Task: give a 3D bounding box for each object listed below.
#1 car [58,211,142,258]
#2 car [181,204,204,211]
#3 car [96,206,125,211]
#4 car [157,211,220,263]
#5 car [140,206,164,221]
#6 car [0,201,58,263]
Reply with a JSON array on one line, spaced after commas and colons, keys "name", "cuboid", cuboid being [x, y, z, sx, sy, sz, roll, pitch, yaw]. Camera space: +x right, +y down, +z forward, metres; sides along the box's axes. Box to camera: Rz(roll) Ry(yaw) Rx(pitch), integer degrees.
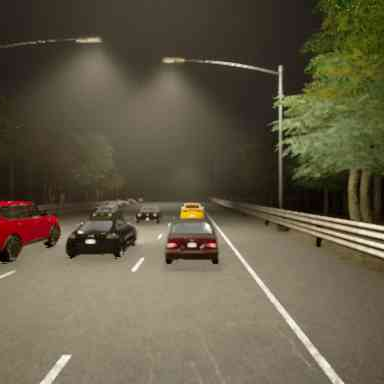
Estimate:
[{"name": "car", "cuboid": [-3.472, 1.693, 13.447, 1.994, 1.385, 4.181, 0, 0, 1]}, {"name": "car", "cuboid": [0.041, 1.746, 29.257, 1.882, 1.535, 5.008, 0, 0, 1]}, {"name": "car", "cuboid": [-6.972, 1.862, 28.249, 1.895, 1.301, 4.718, 0, 0, 1]}, {"name": "car", "cuboid": [0.014, 1.668, 12.512, 2.033, 1.411, 5.357, 0, -1, 0]}, {"name": "car", "cuboid": [-3.472, 1.862, 28.247, 1.895, 1.301, 4.718, 0, 0, 1]}, {"name": "car", "cuboid": [-6.985, 1.346, 12.579, 2.150, 2.045, 5.566, 0, 0, 0]}]
